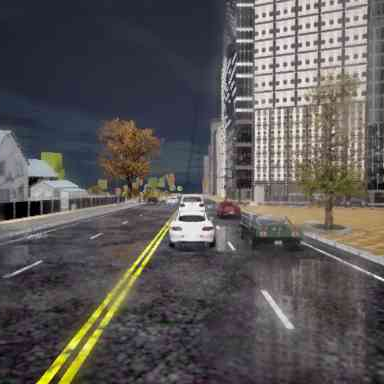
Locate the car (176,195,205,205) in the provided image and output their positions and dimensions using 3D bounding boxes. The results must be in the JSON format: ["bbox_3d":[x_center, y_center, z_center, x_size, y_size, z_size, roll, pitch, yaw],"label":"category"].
[{"bbox_3d":[0.000,1.252,29.690,2.150,2.045,5.566,0,0,0],"label":"car"}]

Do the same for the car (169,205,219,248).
[{"bbox_3d":[0.000,1.526,14.656,1.812,1.442,4.674,0,0,0],"label":"car"}]

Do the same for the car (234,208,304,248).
[{"bbox_3d":[3.250,1.610,14.686,1.895,1.301,4.718,0,0,0],"label":"car"}]

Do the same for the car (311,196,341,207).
[{"bbox_3d":[23.014,1.664,57.691,5.009,1.841,2.192,0,2,20],"label":"car"}]

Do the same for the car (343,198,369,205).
[{"bbox_3d":[31.048,1.744,63.145,4.403,1.369,2.008,0,2,20],"label":"car"}]

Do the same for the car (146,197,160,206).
[{"bbox_3d":[-6.499,1.574,55.612,1.837,1.490,4.892,0,0,0],"label":"car"}]

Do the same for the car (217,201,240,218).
[{"bbox_3d":[3.251,1.528,29.662,1.812,1.442,4.674,0,0,0],"label":"car"}]

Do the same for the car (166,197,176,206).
[{"bbox_3d":[-3.249,1.574,55.612,1.812,1.442,4.674,0,0,0],"label":"car"}]
